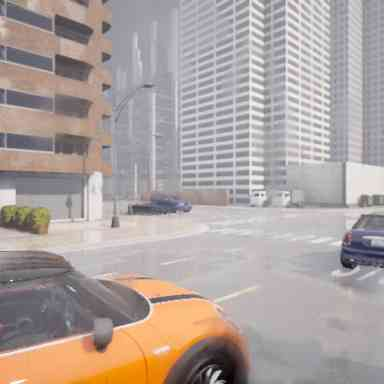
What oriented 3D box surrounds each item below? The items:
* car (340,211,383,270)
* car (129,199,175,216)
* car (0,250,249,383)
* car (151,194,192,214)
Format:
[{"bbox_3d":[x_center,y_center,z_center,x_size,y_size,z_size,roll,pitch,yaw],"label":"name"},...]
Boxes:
[{"bbox_3d":[6.336,1.340,10.039,4.553,1.767,2.097,0,0,-43],"label":"car"},{"bbox_3d":[-4.264,1.638,33.354,1.895,1.301,4.718,0,0,-44],"label":"car"},{"bbox_3d":[-1.603,1.354,3.032,4.553,1.767,2.097,0,0,-36],"label":"car"},{"bbox_3d":[-2.459,1.254,36.517,2.150,2.045,5.566,0,0,-44],"label":"car"}]
